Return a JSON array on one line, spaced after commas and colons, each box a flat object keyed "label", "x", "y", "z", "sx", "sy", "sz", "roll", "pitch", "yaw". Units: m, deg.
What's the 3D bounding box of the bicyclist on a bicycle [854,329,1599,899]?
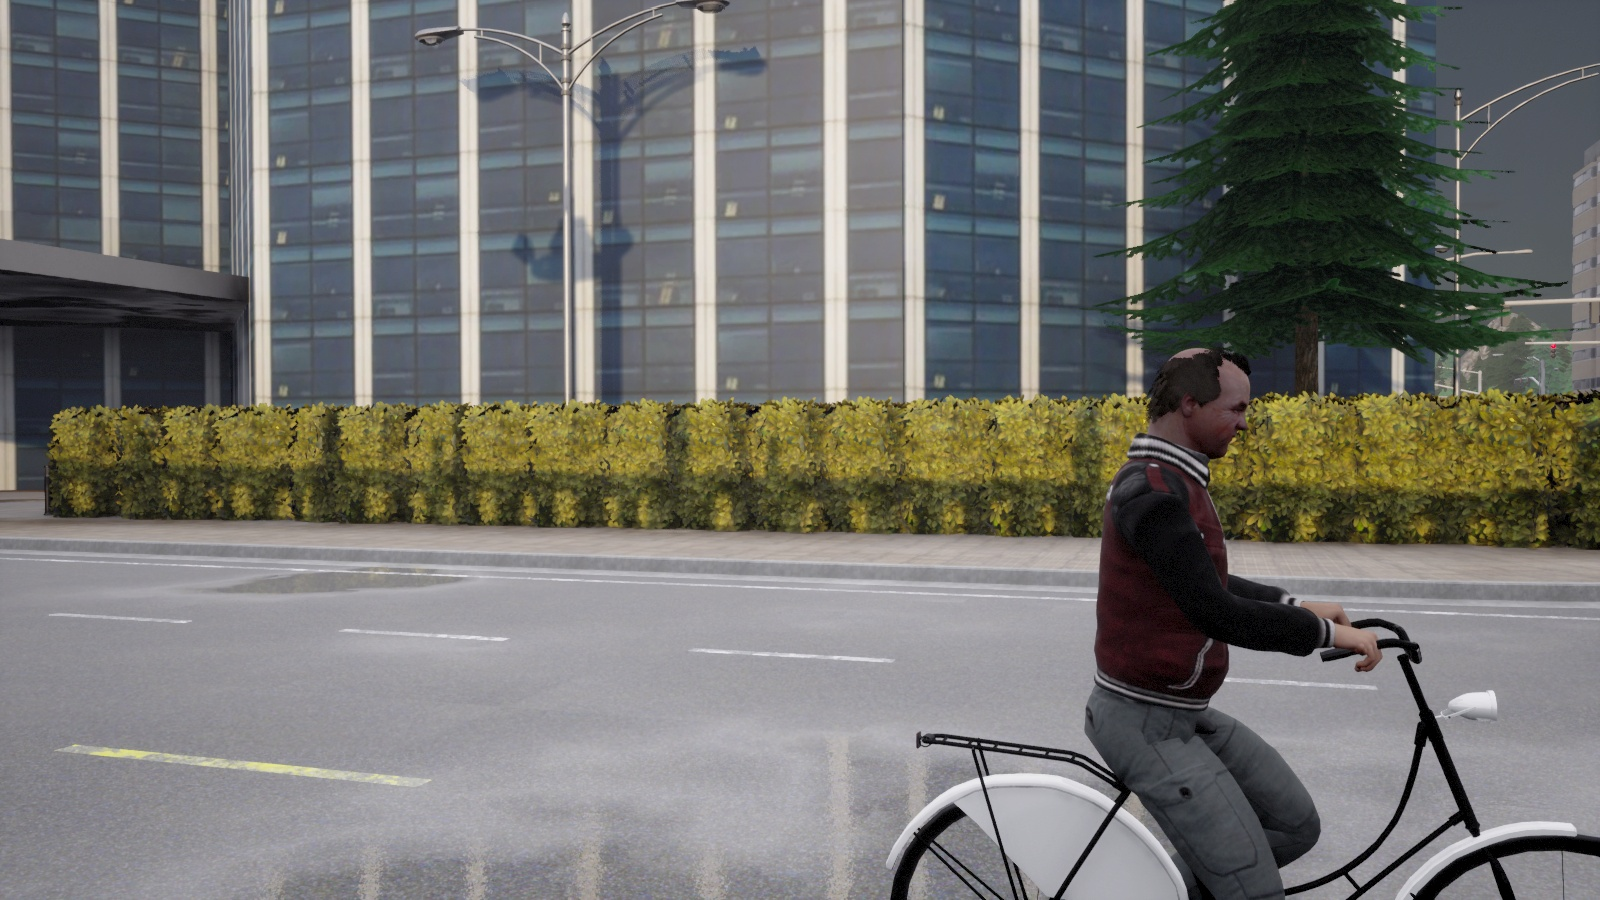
[{"label": "bicyclist on a bicycle", "x": 1.099, "y": 0.656, "z": 2.832, "sx": 1.843, "sy": 1.776, "sz": 0.659, "roll": 0, "pitch": 1, "yaw": 18}]
